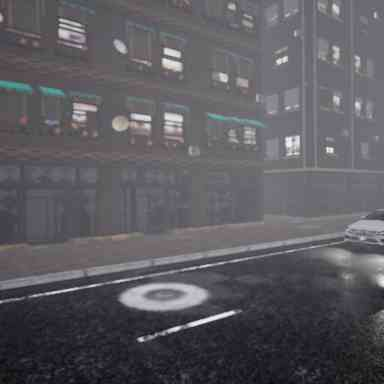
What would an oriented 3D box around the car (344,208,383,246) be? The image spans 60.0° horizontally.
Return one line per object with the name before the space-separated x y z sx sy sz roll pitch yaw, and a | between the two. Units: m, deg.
car | 8.089 1.391 13.450 4.674 1.442 1.812 0 0 -35
